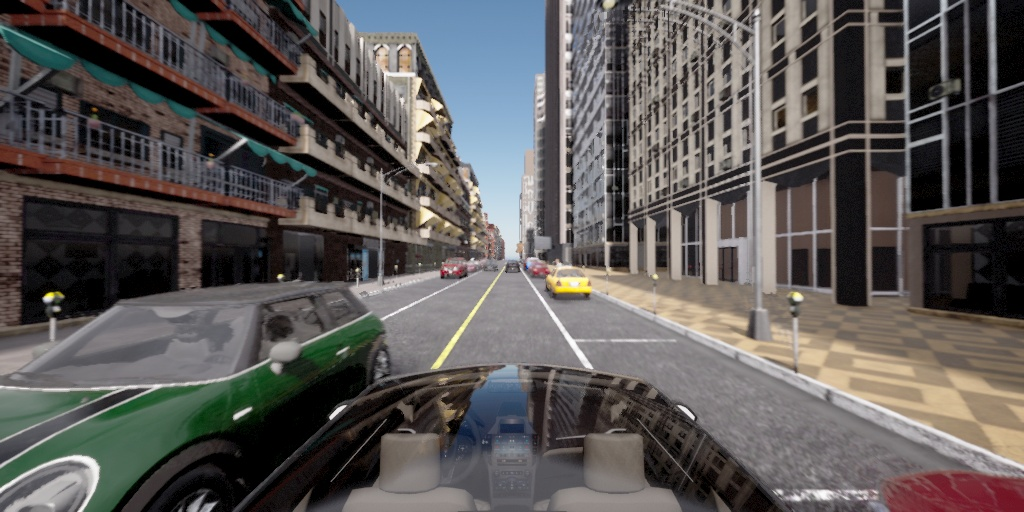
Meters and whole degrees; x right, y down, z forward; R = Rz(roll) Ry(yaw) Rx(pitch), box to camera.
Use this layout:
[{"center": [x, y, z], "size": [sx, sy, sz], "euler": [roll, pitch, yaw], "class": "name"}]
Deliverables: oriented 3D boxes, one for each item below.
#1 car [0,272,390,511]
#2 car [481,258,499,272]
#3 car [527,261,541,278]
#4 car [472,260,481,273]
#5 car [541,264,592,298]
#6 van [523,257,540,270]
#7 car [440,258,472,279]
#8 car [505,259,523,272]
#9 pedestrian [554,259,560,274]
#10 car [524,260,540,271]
[{"center": [-2.848, 1.103, 3.404], "size": [2.097, 1.767, 4.553], "euler": [0, 0, 0], "class": "car"}, {"center": [-2.796, 1.297, 47.524], "size": [1.837, 1.490, 4.892], "euler": [0, -1, 0], "class": "car"}, {"center": [2.584, 1.351, 33.311], "size": [1.802, 1.307, 4.207], "euler": [0, 0, 0], "class": "car"}, {"center": [-5.290, 1.367, 44.375], "size": [1.802, 1.307, 4.207], "euler": [0, 0, 0], "class": "car"}, {"center": [2.760, 1.211, 18.415], "size": [1.801, 1.575, 5.366], "euler": [0, 0, 0], "class": "car"}, {"center": [2.591, 1.125, 44.381], "size": [1.690, 1.789, 3.998], "euler": [0, 0, 0], "class": "van"}, {"center": [-5.297, 1.084, 33.304], "size": [2.192, 1.841, 5.009], "euler": [0, 0, 0], "class": "car"}, {"center": [0.111, 1.291, 46.220], "size": [1.837, 1.490, 4.892], "euler": [0, 0, 0], "class": "car"}, {"center": [2.740, 1.052, 21.417], "size": [0.375, 1.860, 0.375], "euler": [1, -1, 0], "class": "pedestrian"}, {"center": [2.587, 1.358, 38.848], "size": [1.802, 1.307, 4.207], "euler": [0, 0, 0], "class": "car"}]
